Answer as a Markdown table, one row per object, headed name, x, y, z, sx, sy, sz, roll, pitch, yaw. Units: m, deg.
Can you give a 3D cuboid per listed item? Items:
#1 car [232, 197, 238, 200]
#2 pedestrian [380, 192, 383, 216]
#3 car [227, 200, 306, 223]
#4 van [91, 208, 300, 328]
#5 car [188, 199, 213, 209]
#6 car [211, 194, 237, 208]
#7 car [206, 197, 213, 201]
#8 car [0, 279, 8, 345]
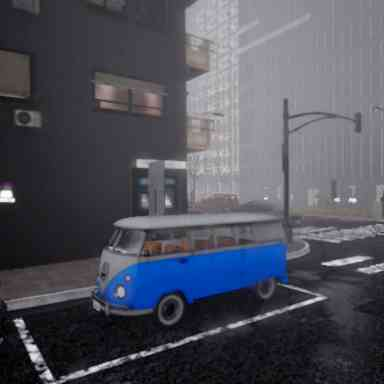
| name | x | y | z | sx | sy | sz | roll | pitch | yaw |
| --- | --- | --- | --- | --- | --- | --- | --- | --- | --- |
| car | 6.186 | 1.426 | 31.840 | 1.947 | 1.339 | 4.313 | -1 | 1 | -35 |
| pedestrian | 14.496 | 0.916 | 25.139 | 0.375 | 1.860 | 0.375 | -1 | 0 | -35 |
| car | 5.180 | 1.513 | 23.206 | 2.033 | 1.411 | 5.357 | -1 | 1 | -35 |
| van | 0.146 | 1.344 | 6.681 | 3.998 | 1.788 | 1.690 | 0 | -1 | -35 |
| car | -0.665 | 1.513 | 27.015 | 1.887 | 1.381 | 4.507 | -1 | 1 | -35 |
| car | 3.004 | 1.151 | 36.353 | 2.192 | 1.841 | 5.009 | -1 | 1 | -35 |
| car | -0.563 | 1.397 | 31.360 | 1.882 | 1.535 | 5.008 | -1 | 1 | -35 |
| car | -4.413 | 1.549 | 3.425 | 4.403 | 1.369 | 2.008 | 0 | -1 | -35 |
